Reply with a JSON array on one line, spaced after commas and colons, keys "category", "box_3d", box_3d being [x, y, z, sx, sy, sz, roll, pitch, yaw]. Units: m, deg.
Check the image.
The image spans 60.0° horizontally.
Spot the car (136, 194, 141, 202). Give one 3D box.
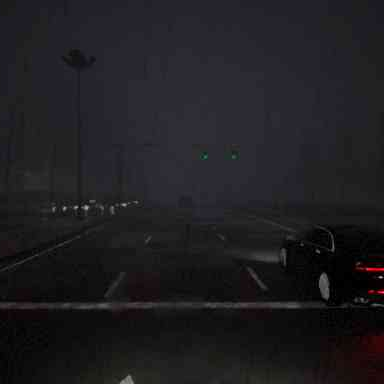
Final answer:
[{"category": "car", "box_3d": [-12.141, 1.131, 70.824, 2.097, 1.767, 4.553, 0, 0, 0]}]

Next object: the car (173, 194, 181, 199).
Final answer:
[{"category": "car", "box_3d": [-4.000, 1.197, 88.071, 1.994, 1.385, 4.181, 0, 0, 0]}]

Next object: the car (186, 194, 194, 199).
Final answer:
[{"category": "car", "box_3d": [-0.500, 1.240, 88.103, 1.895, 1.301, 4.718, 0, 0, 0]}]

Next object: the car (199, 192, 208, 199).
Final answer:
[{"category": "car", "box_3d": [3.000, 0.998, 88.007, 2.097, 1.767, 4.553, 0, 0, 0]}]

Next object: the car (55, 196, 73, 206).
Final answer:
[{"category": "car", "box_3d": [-19.374, 1.317, 51.220, 1.882, 1.535, 5.008, 0, 0, 1]}]

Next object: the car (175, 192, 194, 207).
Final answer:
[{"category": "car", "box_3d": [-0.849, 1.203, 46.638, 2.097, 1.767, 4.553, 0, 0, 0]}]

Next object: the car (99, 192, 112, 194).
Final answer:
[{"category": "car", "box_3d": [-15.734, 1.033, 60.035, 2.150, 2.045, 5.566, 0, 0, 0]}]

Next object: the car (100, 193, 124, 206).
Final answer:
[{"category": "car", "box_3d": [-12.380, 1.343, 51.315, 1.837, 1.490, 4.892, 0, 0, 1]}]

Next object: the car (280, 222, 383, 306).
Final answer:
[{"category": "car", "box_3d": [3.517, 1.478, 7.939, 1.837, 1.490, 4.892, 0, 0, 0]}]

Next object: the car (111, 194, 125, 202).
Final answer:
[{"category": "car", "box_3d": [-15.645, 1.256, 70.382, 1.882, 1.535, 5.008, 0, 0, 0]}]

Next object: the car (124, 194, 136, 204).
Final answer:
[{"category": "car", "box_3d": [-12.228, 1.300, 60.688, 2.128, 1.511, 4.902, 0, 0, 0]}]

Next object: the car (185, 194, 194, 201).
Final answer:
[{"category": "car", "box_3d": [-0.578, 1.272, 78.009, 2.128, 1.511, 4.902, 0, 0, 0]}]

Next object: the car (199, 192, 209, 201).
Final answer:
[{"category": "car", "box_3d": [2.921, 1.101, 77.931, 2.097, 1.767, 4.553, 0, 0, 0]}]

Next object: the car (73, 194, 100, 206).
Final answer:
[{"category": "car", "box_3d": [-15.888, 1.347, 50.324, 1.837, 1.490, 4.892, 0, 0, 1]}]

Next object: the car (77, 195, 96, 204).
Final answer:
[{"category": "car", "box_3d": [-19.228, 1.287, 60.691, 1.882, 1.535, 5.008, 0, 0, 0]}]

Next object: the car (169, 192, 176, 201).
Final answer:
[{"category": "car", "box_3d": [-4.081, 0.973, 77.676, 2.150, 2.045, 5.566, 0, 0, 0]}]
